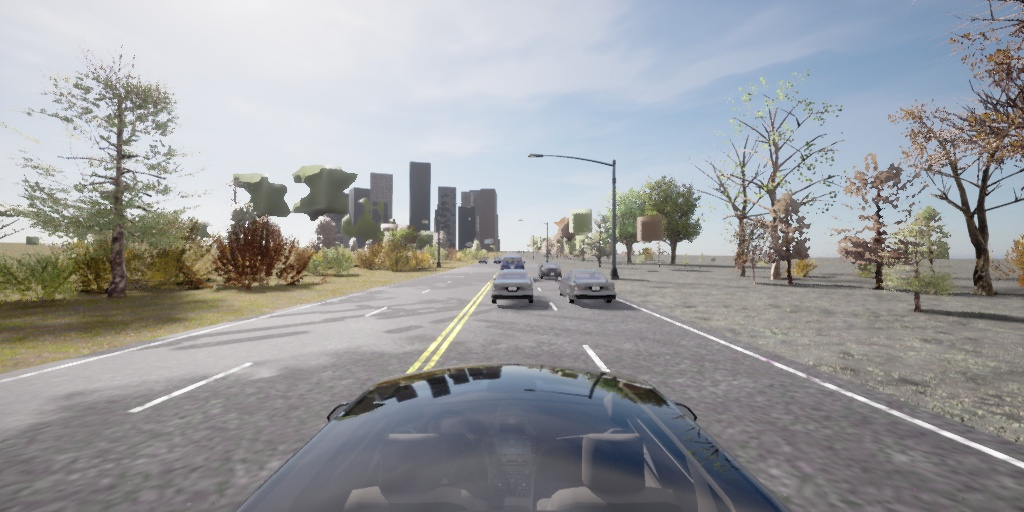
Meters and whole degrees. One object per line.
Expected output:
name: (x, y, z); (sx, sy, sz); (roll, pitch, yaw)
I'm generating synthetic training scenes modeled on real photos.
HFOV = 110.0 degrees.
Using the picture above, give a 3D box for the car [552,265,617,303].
car: (3.267, 1.313, 16.461); (2.033, 1.411, 5.357); (0, 0, 0)

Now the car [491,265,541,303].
car: (0.020, 1.318, 16.465); (2.033, 1.411, 5.357); (0, 0, 0)

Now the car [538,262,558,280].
car: (3.294, 1.280, 31.459); (1.812, 1.442, 4.674); (0, 0, 0)

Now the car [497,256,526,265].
car: (0.041, 1.016, 31.497); (2.150, 2.045, 5.566); (0, 0, 0)
